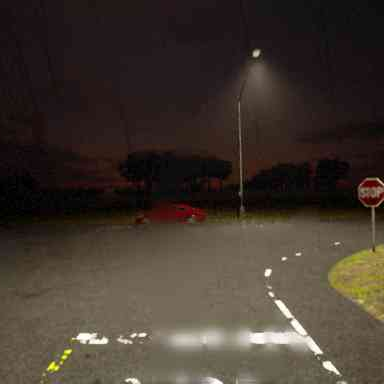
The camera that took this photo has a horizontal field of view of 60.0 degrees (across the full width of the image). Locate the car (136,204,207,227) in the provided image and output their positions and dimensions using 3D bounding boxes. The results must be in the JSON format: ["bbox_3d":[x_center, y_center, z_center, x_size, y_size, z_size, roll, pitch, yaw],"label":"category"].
[{"bbox_3d":[-1.354,1.557,21.991,4.674,1.442,1.812,-1,0,-1],"label":"car"}]
